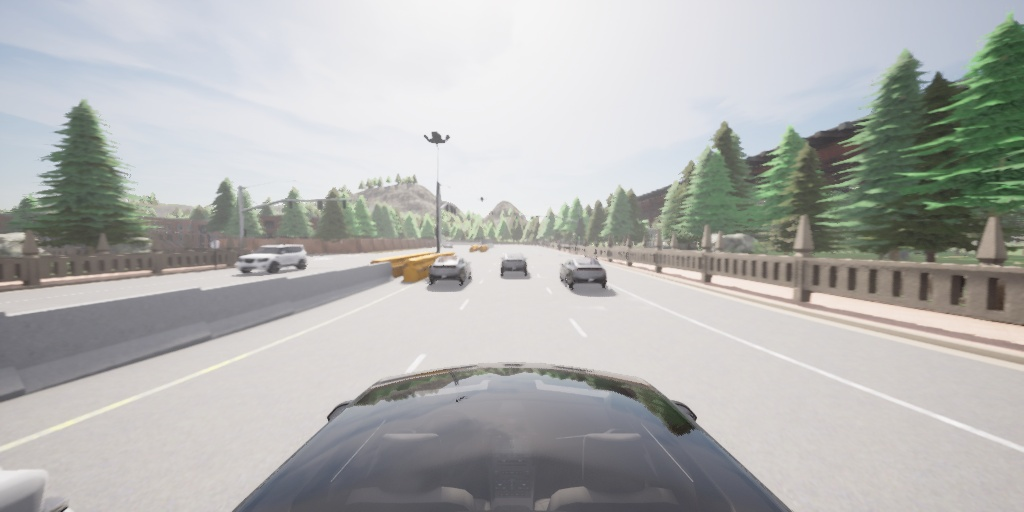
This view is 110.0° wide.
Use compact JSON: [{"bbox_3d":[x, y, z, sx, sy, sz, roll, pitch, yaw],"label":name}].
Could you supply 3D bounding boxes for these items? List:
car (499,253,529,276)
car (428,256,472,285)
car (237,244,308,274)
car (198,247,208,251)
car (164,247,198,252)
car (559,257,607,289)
[{"bbox_3d":[0.135,0.492,25.510,2.128,1.511,4.902,0,2,0],"label":"car"},{"bbox_3d":[-3.387,0.728,20.261,2.128,1.511,4.902,0,3,0],"label":"car"},{"bbox_3d":[-17.532,0.172,26.635,2.150,2.045,5.566,0,2,1],"label":"car"},{"bbox_3d":[-41.972,-0.494,47.594,4.892,1.490,1.837,0,3,1],"label":"car"},{"bbox_3d":[-42.101,-0.313,44.088,4.674,1.442,1.812,0,3,1],"label":"car"},{"bbox_3d":[3.608,0.795,18.792,2.128,1.511,4.902,0,3,0],"label":"car"}]
